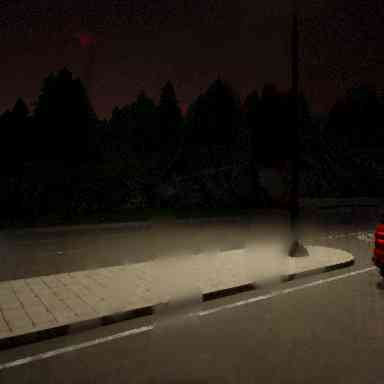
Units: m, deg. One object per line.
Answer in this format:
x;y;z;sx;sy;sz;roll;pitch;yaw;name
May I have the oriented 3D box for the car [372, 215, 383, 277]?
6.932;1.222;8.683;5.566;2.045;2.150;0;0;-35;car
